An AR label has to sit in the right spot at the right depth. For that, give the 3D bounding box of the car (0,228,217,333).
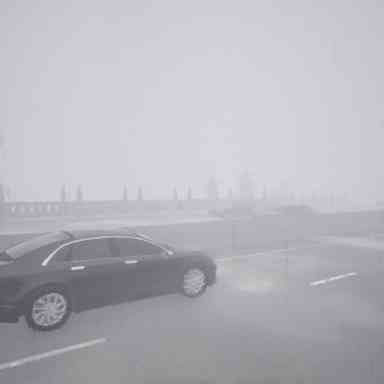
[{"bbox_3d":[-1.671,1.506,6.854,4.892,1.490,1.837,0,0,-36],"label":"car"}]

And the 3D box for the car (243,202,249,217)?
[{"bbox_3d":[6.378,1.589,25.784,4.181,1.385,1.994,0,0,-36],"label":"car"}]

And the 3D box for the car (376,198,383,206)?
[{"bbox_3d":[32.622,1.755,56.924,2.033,1.411,5.357,0,0,32],"label":"car"}]

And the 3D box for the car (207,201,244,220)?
[{"bbox_3d":[3.571,1.501,28.063,5.008,1.535,1.882,0,0,-36],"label":"car"}]

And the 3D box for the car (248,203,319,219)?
[{"bbox_3d":[6.150,1.525,21.301,4.892,1.490,1.837,0,0,-36],"label":"car"}]
